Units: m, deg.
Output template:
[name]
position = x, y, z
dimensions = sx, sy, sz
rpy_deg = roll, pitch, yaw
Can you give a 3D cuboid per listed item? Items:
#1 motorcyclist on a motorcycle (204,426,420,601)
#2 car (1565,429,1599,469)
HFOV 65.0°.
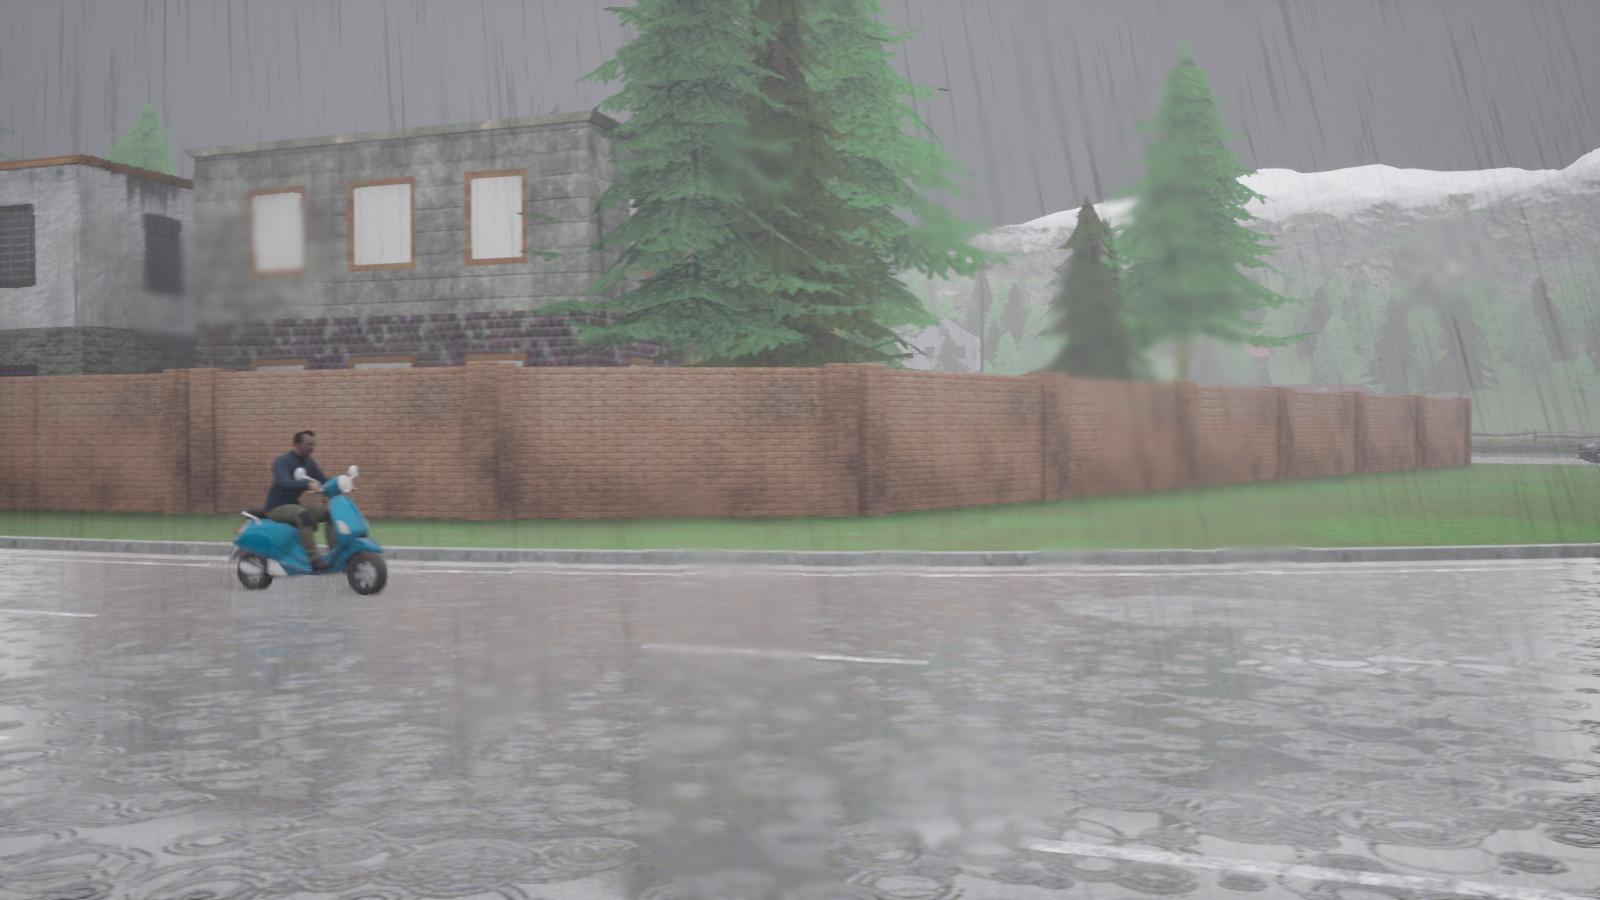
[motorcyclist on a motorcycle]
position = -4.717, 0.567, 12.164
dimensions = 1.817, 1.590, 0.866
rpy_deg = 1, 1, 19
[car]
position = 35.608, -0.054, 53.607
dimensions = 4.611, 1.667, 2.242
rpy_deg = 1, 1, 19
